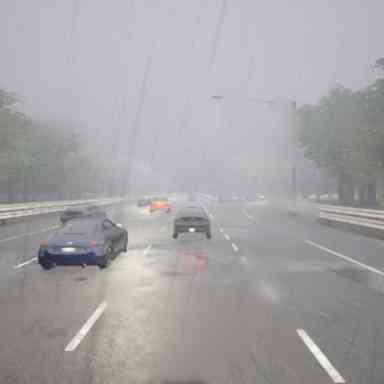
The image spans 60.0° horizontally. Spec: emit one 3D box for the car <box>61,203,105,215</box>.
[{"bbox_3d":[-6.896,1.504,21.552,1.837,1.490,4.892,0,0,0],"label":"car"}]

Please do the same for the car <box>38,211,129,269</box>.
[{"bbox_3d":[-3.398,1.564,11.174,1.994,1.385,4.181,0,0,0],"label":"car"}]

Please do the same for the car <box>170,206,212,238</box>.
[{"bbox_3d":[0.000,1.505,17.776,1.837,1.490,4.892,0,0,0],"label":"car"}]

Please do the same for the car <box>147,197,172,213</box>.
[{"bbox_3d":[-3.395,1.352,37.347,2.097,1.767,4.553,0,0,0],"label":"car"}]

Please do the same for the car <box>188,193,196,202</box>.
[{"bbox_3d":[0.006,1.558,79.949,2.033,1.411,5.357,0,0,0],"label":"car"}]

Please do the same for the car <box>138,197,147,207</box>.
[{"bbox_3d":[-6.897,1.491,49.829,2.128,1.511,4.902,0,0,0],"label":"car"}]
